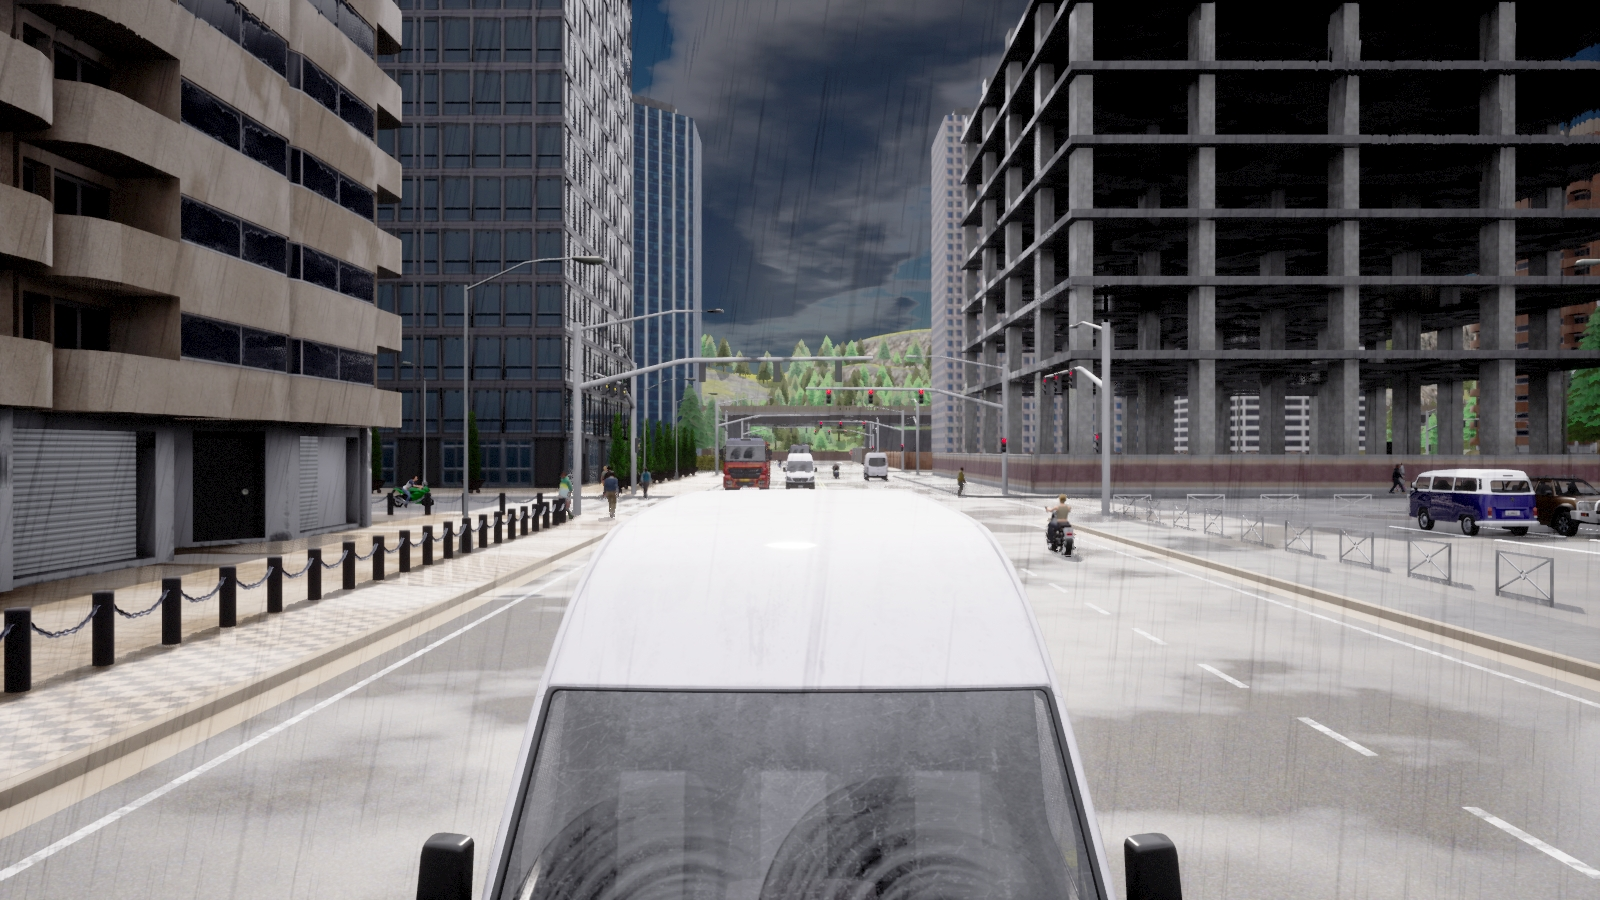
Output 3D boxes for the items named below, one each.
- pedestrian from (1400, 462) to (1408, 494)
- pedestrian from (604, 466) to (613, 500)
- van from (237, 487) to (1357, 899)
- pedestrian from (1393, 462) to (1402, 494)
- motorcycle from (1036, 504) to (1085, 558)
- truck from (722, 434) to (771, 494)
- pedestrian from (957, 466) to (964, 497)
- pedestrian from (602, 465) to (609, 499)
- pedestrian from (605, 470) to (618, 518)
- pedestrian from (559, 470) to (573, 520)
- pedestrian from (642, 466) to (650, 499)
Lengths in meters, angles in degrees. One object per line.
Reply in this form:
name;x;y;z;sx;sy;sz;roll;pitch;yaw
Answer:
pedestrian;35.444;1.642;67.035;0.375;1.860;0.375;0;0;17
pedestrian;-10.390;1.793;61.887;0.375;1.860;0.375;0;0;-26
van;-0.002;1.534;4.985;1.988;2.561;5.915;0;0;0
pedestrian;34.692;1.641;66.337;0.375;1.860;0.375;0;0;13
motorcycle;7.002;2.155;30.827;0.764;1.307;2.356;0;0;0
truck;-3.496;0.891;77.013;2.891;3.827;8.468;0;0;0
pedestrian;9.409;1.846;66.983;0.375;1.860;0.375;0;0;-3
pedestrian;-10.846;1.793;63.764;0.375;1.860;0.375;0;0;-12
pedestrian;-7.289;1.697;44.190;0.375;1.860;0.375;0;0;7
pedestrian;-8.835;1.688;43.109;0.375;1.860;0.375;0;0;34
pedestrian;-8.529;1.795;63.333;0.375;1.860;0.375;0;0;0
